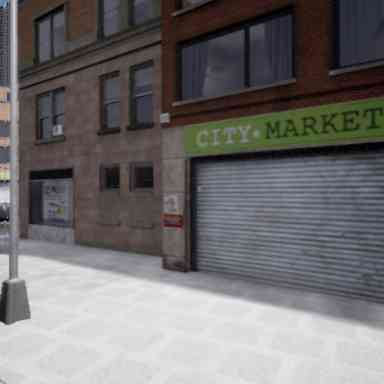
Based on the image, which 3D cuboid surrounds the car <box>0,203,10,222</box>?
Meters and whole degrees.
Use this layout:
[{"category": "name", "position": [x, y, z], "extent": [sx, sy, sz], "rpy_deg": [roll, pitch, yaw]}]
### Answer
[{"category": "car", "position": [-12.800, 1.424, 22.257], "extent": [2.033, 1.411, 5.357], "rpy_deg": [0, 0, 34]}]
